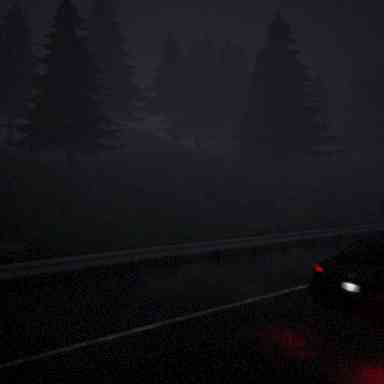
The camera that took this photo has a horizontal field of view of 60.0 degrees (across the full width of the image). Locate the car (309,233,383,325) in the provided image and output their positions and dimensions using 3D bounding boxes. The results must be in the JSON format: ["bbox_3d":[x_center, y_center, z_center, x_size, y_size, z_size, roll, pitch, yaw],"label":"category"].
[{"bbox_3d":[4.265,1.525,6.605,4.181,1.385,1.994,0,0,-34],"label":"car"}]
